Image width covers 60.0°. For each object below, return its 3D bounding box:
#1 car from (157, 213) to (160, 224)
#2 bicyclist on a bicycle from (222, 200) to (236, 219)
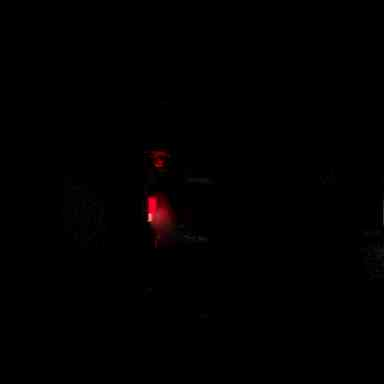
[{"bbox_3d":[-4.168,1.628,25.051,1.837,1.490,4.892,1,0,-35],"label":"car"},{"bbox_3d":[3.235,1.565,29.134,1.656,1.620,0.582,0,0,-36],"label":"bicyclist on a bicycle"}]
